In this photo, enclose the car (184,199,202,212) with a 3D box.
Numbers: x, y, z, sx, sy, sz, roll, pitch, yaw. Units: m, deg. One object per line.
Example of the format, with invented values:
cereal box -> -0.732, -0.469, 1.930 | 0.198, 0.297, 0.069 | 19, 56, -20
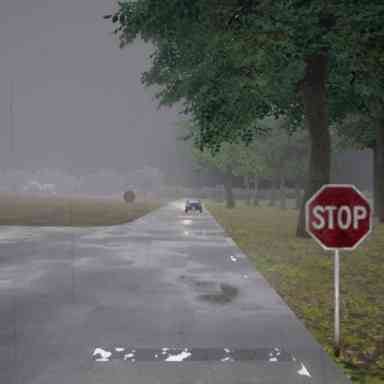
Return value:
car -> 0.187, 1.559, 38.653 | 1.812, 1.442, 4.674 | 0, 0, 0
